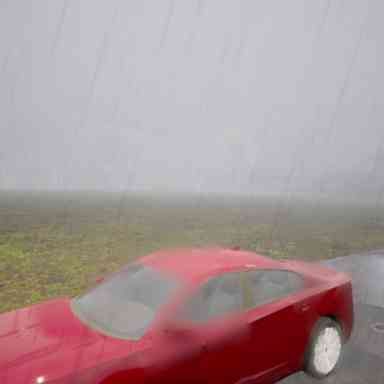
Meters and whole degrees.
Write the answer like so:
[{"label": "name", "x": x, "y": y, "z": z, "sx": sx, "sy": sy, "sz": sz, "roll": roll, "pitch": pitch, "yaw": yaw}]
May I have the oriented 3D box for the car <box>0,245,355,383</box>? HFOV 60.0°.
[{"label": "car", "x": -0.077, "y": 1.479, "z": 3.938, "sx": 5.008, "sy": 1.535, "sz": 1.882, "roll": 0, "pitch": 0, "yaw": -35}]
